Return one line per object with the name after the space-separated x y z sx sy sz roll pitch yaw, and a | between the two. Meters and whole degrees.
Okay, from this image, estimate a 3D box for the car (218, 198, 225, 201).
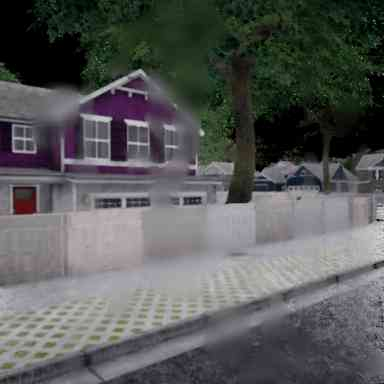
2.349 0.905 45.794 1.882 1.535 5.008 -1 1 -41 | car
